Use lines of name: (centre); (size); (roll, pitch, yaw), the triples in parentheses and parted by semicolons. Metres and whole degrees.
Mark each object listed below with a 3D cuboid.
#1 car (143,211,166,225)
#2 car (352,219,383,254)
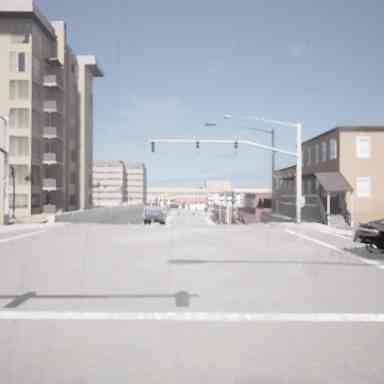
car: (-3.605, 2.541, 32.985); (2.033, 1.411, 5.357); (0, -6, 0)
car: (8.519, 1.724, 12.133); (4.902, 1.511, 2.128); (4, -1, 1)
